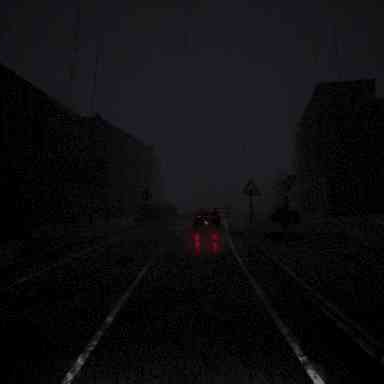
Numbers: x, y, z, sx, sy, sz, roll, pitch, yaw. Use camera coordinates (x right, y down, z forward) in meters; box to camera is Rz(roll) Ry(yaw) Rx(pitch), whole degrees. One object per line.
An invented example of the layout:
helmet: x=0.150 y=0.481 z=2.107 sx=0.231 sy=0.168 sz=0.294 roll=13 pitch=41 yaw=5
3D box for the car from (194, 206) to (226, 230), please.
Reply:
car: x=1.205 y=1.930 z=24.609 sx=2.128 sy=1.511 sz=4.902 roll=-1 pitch=-2 yaw=6

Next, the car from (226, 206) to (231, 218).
car: x=3.888 y=2.537 z=42.689 sx=2.128 sy=1.511 sz=4.902 roll=-1 pitch=-2 yaw=11
